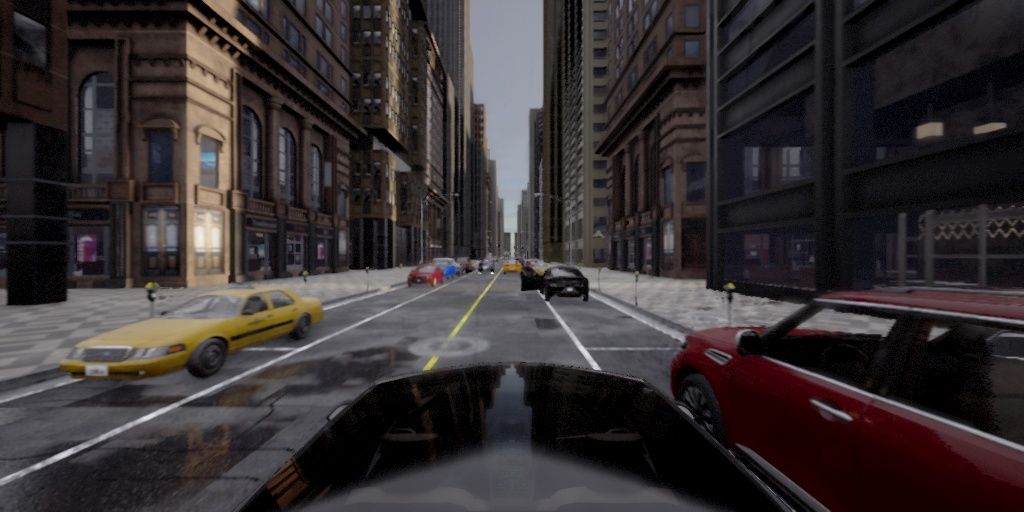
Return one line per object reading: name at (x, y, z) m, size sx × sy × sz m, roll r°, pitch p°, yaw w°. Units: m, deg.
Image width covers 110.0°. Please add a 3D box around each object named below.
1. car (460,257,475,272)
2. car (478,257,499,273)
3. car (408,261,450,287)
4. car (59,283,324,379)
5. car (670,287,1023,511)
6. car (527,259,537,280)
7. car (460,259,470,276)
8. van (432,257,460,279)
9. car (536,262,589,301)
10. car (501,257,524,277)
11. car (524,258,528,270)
car at (-5.744, 1.035, 41.264) m, size 2.192 × 1.841 × 5.009 m, roll 0°, pitch 0°, yaw 0°
car at (-3.054, 1.212, 43.832) m, size 2.128 × 1.511 × 4.902 m, roll 0°, pitch 0°, yaw 0°
car at (-5.752, 1.276, 24.408) m, size 1.888 × 1.381 × 4.507 m, roll 0°, pitch 0°, yaw 0°
car at (-5.760, 1.270, 7.383) m, size 1.751 × 1.417 × 4.829 m, roll 0°, pitch 0°, yaw 0°
car at (2.763, 1.064, 1.942) m, size 2.192 × 1.841 × 5.009 m, roll 0°, pitch 0°, yaw 0°
car at (2.778, 1.249, 35.824) m, size 1.751 × 1.417 × 4.829 m, roll 0°, pitch 0°, yaw 0°
car at (-5.747, 1.274, 35.645) m, size 2.007 × 1.370 × 4.403 m, roll 0°, pitch 0°, yaw 0°
van at (-5.749, 1.068, 30.027) m, size 1.690 × 1.789 × 3.998 m, roll 0°, pitch 0°, yaw 0°
car at (2.368, 1.214, 17.163) m, size 1.882 × 1.535 × 5.008 m, roll 0°, pitch 0°, yaw 0°
car at (0.054, 1.199, 40.126) m, size 1.882 × 1.535 × 5.008 m, roll 0°, pitch 0°, yaw 1°
car at (2.783, 1.298, 46.891) m, size 1.802 × 1.307 × 4.207 m, roll 0°, pitch 0°, yaw 0°
